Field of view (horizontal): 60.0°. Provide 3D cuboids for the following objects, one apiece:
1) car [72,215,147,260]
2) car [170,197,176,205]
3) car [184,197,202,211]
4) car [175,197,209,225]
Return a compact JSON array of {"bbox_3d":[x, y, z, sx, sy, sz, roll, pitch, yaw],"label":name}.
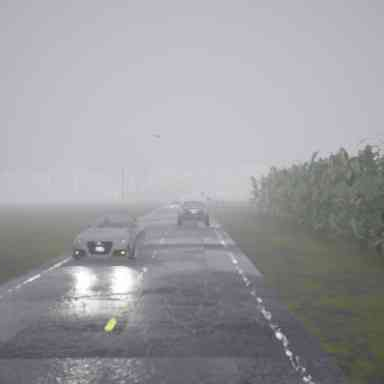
[{"bbox_3d":[-2.844,1.563,12.252,1.994,1.385,4.181,0,0,0],"label":"car"},{"bbox_3d":[-2.727,1.586,57.472,2.033,1.411,5.357,0,0,0],"label":"car"},{"bbox_3d":[0.118,1.493,42.620,2.128,1.511,4.902,0,0,0],"label":"car"},{"bbox_3d":[0.110,1.351,24.120,2.097,1.767,4.553,0,0,0],"label":"car"}]
